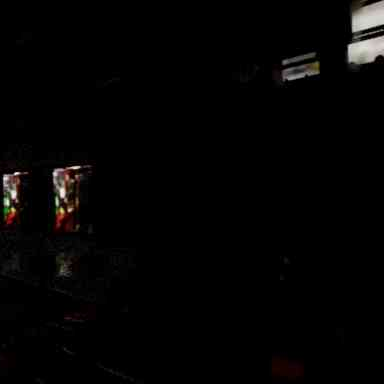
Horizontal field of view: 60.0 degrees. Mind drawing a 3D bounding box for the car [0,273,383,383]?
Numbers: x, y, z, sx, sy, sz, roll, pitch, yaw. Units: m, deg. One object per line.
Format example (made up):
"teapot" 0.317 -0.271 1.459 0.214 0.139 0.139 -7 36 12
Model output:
"car" 0.072 1.438 2.705 4.097 1.590 1.967 0 -1 36
